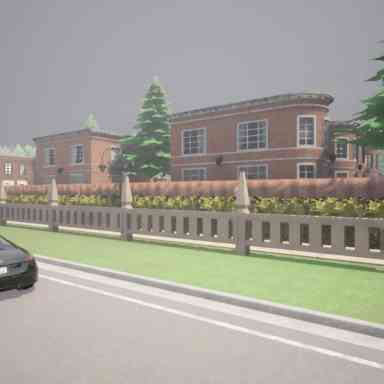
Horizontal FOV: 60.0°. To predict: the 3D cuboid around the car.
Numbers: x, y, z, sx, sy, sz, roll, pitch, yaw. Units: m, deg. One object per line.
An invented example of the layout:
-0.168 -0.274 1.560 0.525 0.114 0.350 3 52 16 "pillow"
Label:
-5.506 1.564 7.877 4.181 1.385 1.994 0 0 36 "car"
